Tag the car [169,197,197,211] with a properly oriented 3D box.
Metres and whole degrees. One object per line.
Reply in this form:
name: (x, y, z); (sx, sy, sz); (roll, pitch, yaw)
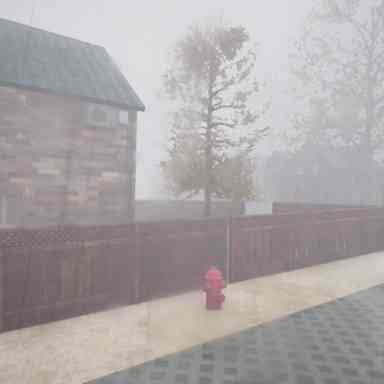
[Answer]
car: (-0.614, 1.538, 34.584); (2.150, 2.045, 5.566); (2, -2, -35)
